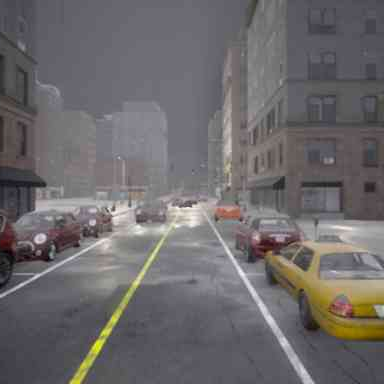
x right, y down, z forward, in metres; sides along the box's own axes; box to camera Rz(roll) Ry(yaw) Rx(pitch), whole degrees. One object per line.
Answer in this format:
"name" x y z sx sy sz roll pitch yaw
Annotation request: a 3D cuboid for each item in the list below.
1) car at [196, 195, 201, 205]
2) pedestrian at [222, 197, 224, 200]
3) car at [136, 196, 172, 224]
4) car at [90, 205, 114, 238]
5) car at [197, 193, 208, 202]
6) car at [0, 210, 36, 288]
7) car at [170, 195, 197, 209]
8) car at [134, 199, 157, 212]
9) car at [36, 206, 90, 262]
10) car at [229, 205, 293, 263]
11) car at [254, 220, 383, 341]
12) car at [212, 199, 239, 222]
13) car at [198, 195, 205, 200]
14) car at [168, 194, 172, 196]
"car" -0.130 1.651 58.524 1.895 1.301 4.718 0 0 -9
"pedestrian" 2.752 1.318 29.621 0.375 1.860 0.375 0 0 -8
"car" -2.844 1.372 24.742 2.097 1.767 4.553 0 0 0
"car" -5.386 1.454 17.331 1.967 1.590 4.097 0 0 0
"car" 2.643 1.509 77.137 1.967 1.590 4.097 0 0 0
"car" -5.387 1.320 6.513 2.192 1.841 5.009 0 0 0
"car" -1.433 1.563 46.733 1.812 1.442 4.674 0 0 -22
"car" -5.385 1.583 38.969 2.008 1.369 4.403 0 0 0
"car" -5.387 1.449 11.922 1.967 1.590 4.097 0 0 0
"car" 2.638 1.450 11.921 1.967 1.590 4.097 0 0 0
"car" 2.638 1.531 6.682 1.752 1.417 4.829 0 0 0
"car" 2.752 1.373 26.814 2.097 1.767 4.553 0 0 0
"car" 2.644 1.612 94.293 1.752 1.417 4.829 0 0 0
"car" -5.383 1.583 65.644 1.752 1.417 4.829 0 0 0
